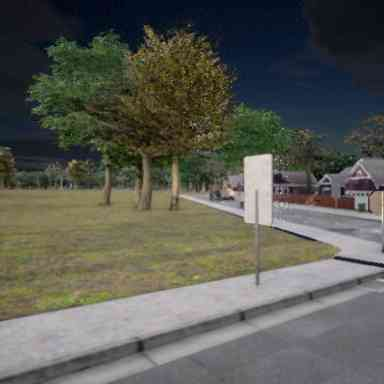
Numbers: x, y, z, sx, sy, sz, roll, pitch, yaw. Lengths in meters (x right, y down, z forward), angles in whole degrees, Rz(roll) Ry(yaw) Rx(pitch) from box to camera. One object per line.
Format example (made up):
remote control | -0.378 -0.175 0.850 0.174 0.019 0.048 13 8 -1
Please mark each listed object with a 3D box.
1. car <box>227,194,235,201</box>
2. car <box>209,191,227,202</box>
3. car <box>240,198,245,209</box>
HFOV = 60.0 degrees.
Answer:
car | 7.007 1.083 65.075 1.895 1.301 4.718 0 1 -6
car | 4.551 1.047 61.281 1.837 1.490 4.892 0 0 -6
car | 6.903 1.307 39.003 1.812 1.442 4.674 0 1 -6
